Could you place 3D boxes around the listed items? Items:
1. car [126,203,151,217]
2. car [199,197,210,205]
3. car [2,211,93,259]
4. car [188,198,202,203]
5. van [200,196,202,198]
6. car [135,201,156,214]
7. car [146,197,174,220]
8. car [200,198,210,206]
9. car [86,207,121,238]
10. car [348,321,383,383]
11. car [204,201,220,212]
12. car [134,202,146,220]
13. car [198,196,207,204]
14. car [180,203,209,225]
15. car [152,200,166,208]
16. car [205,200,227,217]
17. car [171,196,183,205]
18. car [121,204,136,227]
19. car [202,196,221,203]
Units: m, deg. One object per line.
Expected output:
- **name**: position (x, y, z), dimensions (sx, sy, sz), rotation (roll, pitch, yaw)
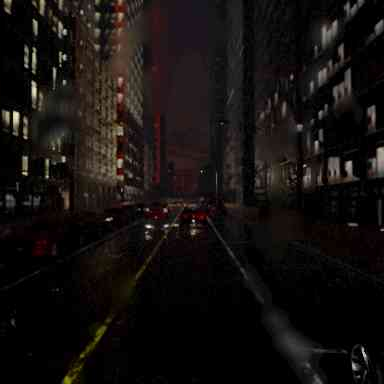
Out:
- **car**: position (-5.672, 1.875, 35.520), dimensions (1.947, 1.339, 4.313), rotation (1, 0, 0)
- **car**: position (2.719, 1.966, 74.642), dimensions (2.192, 1.841, 5.009), rotation (1, -1, 0)
- **car**: position (-5.674, 1.661, 13.221), dimensions (1.887, 1.381, 4.507), rotation (1, 0, 0)
- **car**: position (0.106, 1.913, 44.586), dimensions (1.812, 1.442, 4.674), rotation (0, -1, 0)
- **van**: position (2.716, 1.845, 57.910), dimensions (1.690, 1.788, 3.998), rotation (1, -1, 0)
- **car**: position (-5.670, 1.903, 41.096), dimensions (1.887, 1.381, 4.507), rotation (1, 0, 0)
- **car**: position (-3.093, 1.620, 30.761), dimensions (2.097, 1.767, 4.553), rotation (0, -1, 0)
- **car**: position (2.716, 2.042, 69.063), dimensions (1.967, 1.590, 4.097), rotation (1, -1, 0)
- **car**: position (-5.673, 1.715, 18.796), dimensions (2.008, 1.369, 4.403), rotation (1, 0, 0)
- **car**: position (2.704, 1.585, 2.139), dimensions (1.947, 1.339, 4.313), rotation (1, 0, 0)
- **car**: position (2.711, 1.972, 46.755), dimensions (1.947, 1.339, 4.313), rotation (1, 0, 0)
- **car**: position (-5.672, 1.812, 29.946), dimensions (2.008, 1.369, 4.403), rotation (1, 0, 0)
- **car**: position (2.720, 2.065, 85.796), dimensions (2.192, 1.841, 5.009), rotation (1, -1, 0)
- **car**: position (0.104, 1.829, 26.296), dimensions (1.895, 1.301, 4.718), rotation (0, 0, 0)
- **car**: position (-5.668, 2.055, 57.820), dimensions (2.008, 1.369, 4.403), rotation (1, -1, 0)
- **car**: position (2.709, 1.854, 35.601), dimensions (1.887, 1.381, 4.507), rotation (1, 0, 0)
- **car**: position (-2.991, 1.953, 71.591), dimensions (2.097, 1.767, 4.553), rotation (0, -1, 0)
- **car**: position (-5.673, 1.757, 24.371), dimensions (1.887, 1.381, 4.507), rotation (1, 0, 0)
- **car**: position (2.714, 1.673, 41.180), dimensions (2.192, 1.841, 5.009), rotation (1, 0, 0)
